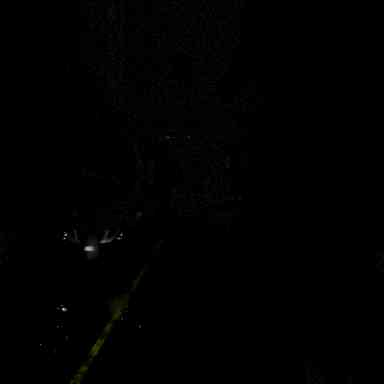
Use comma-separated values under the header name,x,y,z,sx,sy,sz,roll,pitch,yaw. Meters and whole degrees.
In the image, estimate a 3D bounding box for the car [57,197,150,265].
name,x,y,z,sx,sy,sz,roll,pitch,yaw
car,-2.853,1.214,12.016,2.150,2.045,5.566,0,0,0

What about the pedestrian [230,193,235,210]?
name,x,y,z,sx,sy,sz,roll,pitch,yaw
pedestrian,4.499,1.018,36.812,0.375,1.860,0.375,1,-1,0

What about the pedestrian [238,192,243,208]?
name,x,y,z,sx,sy,sz,roll,pitch,yaw
pedestrian,5.499,0.889,37.415,0.375,1.860,0.375,1,-1,0
